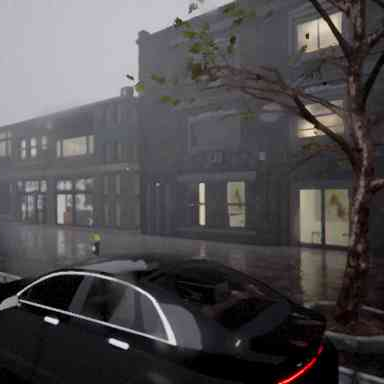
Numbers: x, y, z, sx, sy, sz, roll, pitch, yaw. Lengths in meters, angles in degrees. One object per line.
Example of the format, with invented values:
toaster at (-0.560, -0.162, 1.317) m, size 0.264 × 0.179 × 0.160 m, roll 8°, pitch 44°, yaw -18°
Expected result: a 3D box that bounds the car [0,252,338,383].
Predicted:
car at (-0.889, 1.516, 4.058) m, size 4.892 × 1.490 × 1.837 m, roll 0°, pitch 0°, yaw 35°
